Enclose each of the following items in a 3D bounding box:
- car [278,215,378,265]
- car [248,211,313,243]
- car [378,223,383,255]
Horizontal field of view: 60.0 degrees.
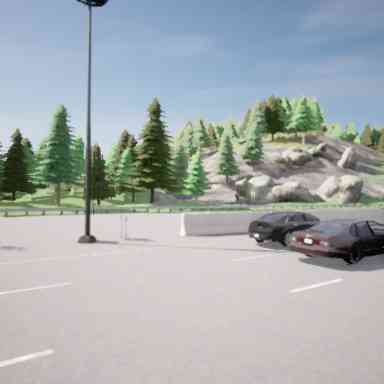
[{"bbox_3d":[5.910,1.671,12.176,5.357,1.411,2.033,1,0,-32],"label":"car"},{"bbox_3d":[4.855,1.642,15.623,4.892,1.490,1.837,0,0,-32],"label":"car"},{"bbox_3d":[7.875,1.347,9.276,5.566,2.045,2.150,0,0,-32],"label":"car"}]
